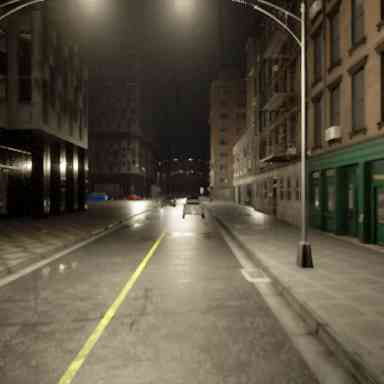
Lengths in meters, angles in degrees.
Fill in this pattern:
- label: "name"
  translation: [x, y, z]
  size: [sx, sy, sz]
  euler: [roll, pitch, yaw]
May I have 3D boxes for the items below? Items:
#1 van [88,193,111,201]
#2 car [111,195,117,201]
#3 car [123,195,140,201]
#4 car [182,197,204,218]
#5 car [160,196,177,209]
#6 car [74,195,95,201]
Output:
- label: "van"
  translation: [-20.093, 1.186, 70.906]
  size: [3.998, 1.788, 1.690]
  euler: [0, 0, 0]
- label: "car"
  translation: [-20.088, 1.456, 79.431]
  size: [4.313, 1.339, 1.947]
  euler: [0, 0, 0]
- label: "car"
  translation: [-14.440, 1.432, 79.423]
  size: [4.206, 1.307, 1.802]
  euler: [0, 0, 0]
- label: "car"
  translation: [0.112, 1.429, 29.114]
  size: [1.812, 1.442, 4.674]
  euler: [0, 0, 0]
- label: "car"
  translation: [-3.044, 1.363, 43.685]
  size: [1.837, 1.490, 4.892]
  euler: [0, 0, 0]
- label: "car"
  translation: [-25.737, 1.481, 79.439]
  size: [4.403, 1.369, 2.008]
  euler: [0, 0, 0]
